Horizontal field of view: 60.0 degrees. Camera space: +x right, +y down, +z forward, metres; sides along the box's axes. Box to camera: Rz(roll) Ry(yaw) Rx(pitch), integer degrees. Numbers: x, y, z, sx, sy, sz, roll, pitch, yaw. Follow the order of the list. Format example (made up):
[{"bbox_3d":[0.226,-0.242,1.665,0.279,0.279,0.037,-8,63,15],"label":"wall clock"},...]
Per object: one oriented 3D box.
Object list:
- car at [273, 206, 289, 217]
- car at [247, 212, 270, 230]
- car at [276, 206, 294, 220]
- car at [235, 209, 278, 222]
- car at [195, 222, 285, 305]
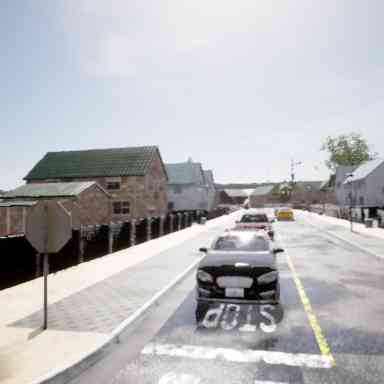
[{"bbox_3d":[14.171,3.051,53.058,2.128,1.511,4.902,-2,-2,13],"label":"car"},{"bbox_3d":[6.013,2.531,29.861,1.895,1.301,4.718,-2,-2,13],"label":"car"},{"bbox_3d":[11.608,2.692,41.453,1.882,1.535,5.008,-2,-2,12],"label":"car"},{"bbox_3d":[3.556,1.951,18.847,2.097,1.767,4.553,-2,-2,12],"label":"car"},{"bbox_3d":[1.365,1.790,8.965,2.128,1.511,4.902,-2,-2,12],"label":"car"}]
